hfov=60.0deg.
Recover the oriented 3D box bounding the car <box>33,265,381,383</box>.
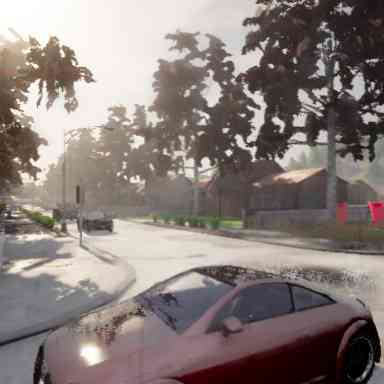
[{"bbox_3d":[0.325,1.682,4.110,4.181,1.385,1.994,0,-2,-29],"label":"car"}]

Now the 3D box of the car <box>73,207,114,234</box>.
[{"bbox_3d":[-7.338,2.197,25.090,1.882,1.535,5.008,0,-2,-29],"label":"car"}]

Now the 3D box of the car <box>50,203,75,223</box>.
[{"bbox_3d":[-14.331,2.324,37.694,2.150,2.045,5.566,0,-2,-29],"label":"car"}]
